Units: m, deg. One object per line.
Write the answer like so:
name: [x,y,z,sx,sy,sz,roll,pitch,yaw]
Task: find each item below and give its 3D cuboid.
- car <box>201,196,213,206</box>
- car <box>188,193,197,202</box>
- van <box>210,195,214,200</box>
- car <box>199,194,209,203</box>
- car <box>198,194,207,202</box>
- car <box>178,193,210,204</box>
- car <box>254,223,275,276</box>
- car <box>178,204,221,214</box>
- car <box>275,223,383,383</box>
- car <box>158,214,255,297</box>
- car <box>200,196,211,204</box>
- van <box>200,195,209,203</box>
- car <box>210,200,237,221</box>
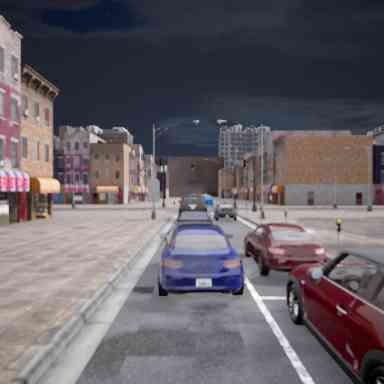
car: [2.656,1.545,59.596,1.967,1.590,4.097,0,0,0]
car: [0.030,1.395,84.189,2.150,2.045,5.566,0,0,0]
van: [2.654,1.431,54.121,1.690,1.788,3.998,0,0,0]
car: [2.660,1.468,76.020,2.192,1.841,5.009,0,0,0]
car: [2.665,1.502,86.973,2.192,1.841,5.009,0,0,0]
car: [0.081,1.247,26.603,2.150,2.045,5.566,0,0,1]
car: [2.641,1.585,10.080,1.802,1.307,4.206,0,0,0]
car: [0.096,1.556,16.350,2.033,1.411,5.357,0,0,0]
car: [2.639,1.441,4.400,1.967,1.590,4.097,0,0,0]
car: [0.136,1.528,8.488,1.812,1.442,4.674,0,0,-2]
car: [2.658,1.560,65.071,1.967,1.590,4.097,0,0,0]
van: [2.659,1.477,70.547,1.690,1.788,3.998,0,0,0]
car: [2.646,1.577,27.118,2.008,1.369,4.403,0,0,0]
